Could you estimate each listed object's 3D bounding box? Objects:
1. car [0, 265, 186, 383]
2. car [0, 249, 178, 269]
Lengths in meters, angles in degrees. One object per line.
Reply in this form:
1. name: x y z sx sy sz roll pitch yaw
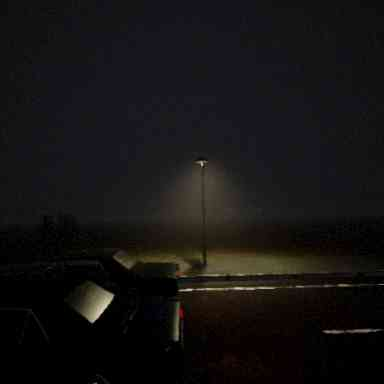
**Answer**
1. car: -2.445 1.857 4.252 4.718 1.301 1.895 -1 -3 -1
2. car: -2.654 2.004 7.495 4.718 1.301 1.895 -1 -3 -1
